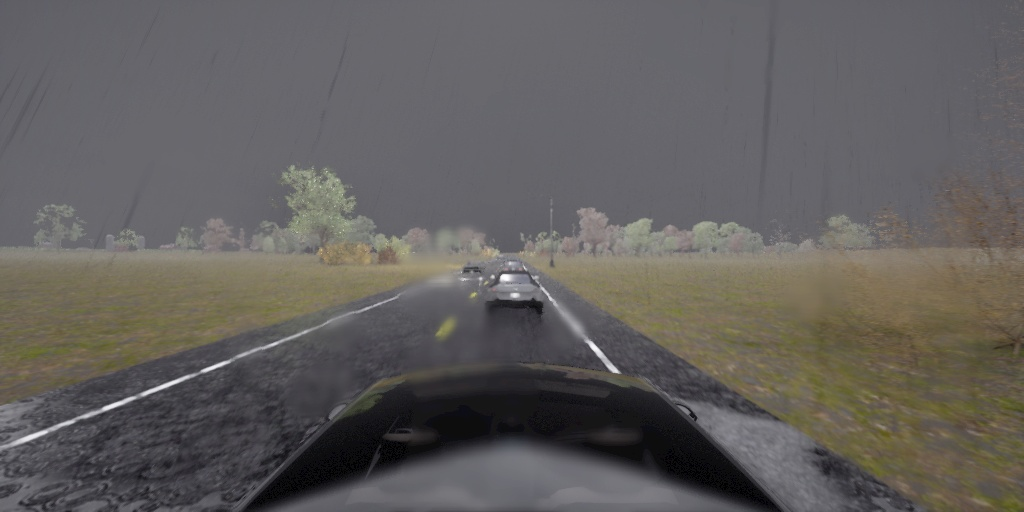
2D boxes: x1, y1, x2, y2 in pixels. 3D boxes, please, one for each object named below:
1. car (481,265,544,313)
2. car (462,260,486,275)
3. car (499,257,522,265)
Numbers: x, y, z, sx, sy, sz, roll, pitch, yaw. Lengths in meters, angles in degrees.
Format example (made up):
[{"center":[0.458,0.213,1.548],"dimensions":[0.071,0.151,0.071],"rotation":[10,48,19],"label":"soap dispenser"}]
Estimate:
[{"center":[0.099,1.219,13.572],"dimensions":[1.994,1.385,4.181],"rotation":[0,0,0],"label":"car"},{"center":[-3.588,1.087,34.333],"dimensions":[1.895,1.301,4.718],"rotation":[0,0,0],"label":"car"},{"center":[0.095,1.057,31.559],"dimensions":[2.033,1.411,5.357],"rotation":[0,0,0],"label":"car"}]
